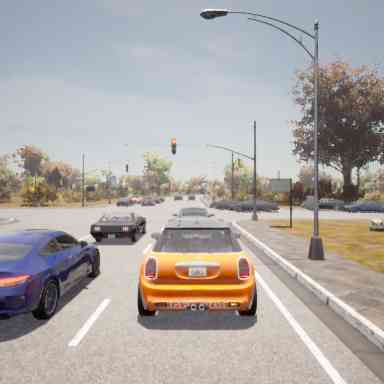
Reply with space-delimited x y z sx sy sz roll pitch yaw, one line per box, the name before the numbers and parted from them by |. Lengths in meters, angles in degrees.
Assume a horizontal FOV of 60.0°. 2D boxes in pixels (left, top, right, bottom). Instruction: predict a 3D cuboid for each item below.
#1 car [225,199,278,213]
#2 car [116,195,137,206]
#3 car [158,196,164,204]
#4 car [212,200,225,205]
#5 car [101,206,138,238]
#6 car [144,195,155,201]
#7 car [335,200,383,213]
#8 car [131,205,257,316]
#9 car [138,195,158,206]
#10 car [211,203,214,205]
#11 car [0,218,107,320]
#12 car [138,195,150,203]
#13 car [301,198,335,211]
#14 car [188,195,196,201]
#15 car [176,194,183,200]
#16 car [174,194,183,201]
car | 6.702 1.547 36.574 5.357 1.411 2.033 0 0 3
car | -10.645 1.547 53.183 2.033 1.411 5.357 0 0 1
car | -7.105 1.477 63.857 1.882 1.535 5.008 0 0 0
car | 4.339 1.564 41.357 4.181 1.385 1.994 0 0 21
car | -3.415 1.601 16.369 1.895 1.301 4.718 0 0 0
car | -10.571 1.525 83.219 2.128 1.511 4.902 0 0 0
car | 18.807 1.544 35.910 5.357 1.411 2.033 0 0 3
car | 0.093 1.352 7.678 2.097 1.767 4.553 0 0 0
car | -7.127 1.505 54.379 1.837 1.490 4.892 0 0 1
car | 0.085 1.505 16.636 1.837 1.490 4.892 0 0 0
car | -3.406 1.526 7.211 1.812 1.442 4.674 0 0 0
car | -10.564 1.478 72.882 1.882 1.535 5.008 0 0 0
car | 15.578 1.492 39.593 4.902 1.511 2.128 0 0 3
car | -0.070 1.492 84.649 1.837 1.490 4.892 0 0 0
car | -3.539 1.374 95.056 1.812 1.442 4.674 0 0 1
car | -3.570 1.492 84.647 1.837 1.490 4.892 0 0 0
